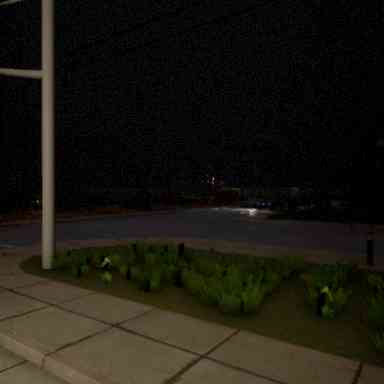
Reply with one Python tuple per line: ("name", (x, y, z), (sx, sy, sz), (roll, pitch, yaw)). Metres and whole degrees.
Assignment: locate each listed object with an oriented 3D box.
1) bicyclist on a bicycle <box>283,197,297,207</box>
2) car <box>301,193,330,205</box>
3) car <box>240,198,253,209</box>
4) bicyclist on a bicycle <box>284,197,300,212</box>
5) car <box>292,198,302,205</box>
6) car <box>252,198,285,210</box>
("bicyclist on a bicycle", (10.487, 1.377, 36.612), (1.656, 1.620, 0.582), (-1, 0, 23))
("car", (16.751, 1.136, 44.225), (1.905, 1.878, 3.866), (-6, -1, -8))
("car", (8.321, 1.509, 45.588), (1.812, 1.442, 4.674), (-1, -1, 35))
("bicyclist on a bicycle", (11.050, 1.368, 36.888), (1.656, 1.620, 0.582), (-1, 0, 16))
("car", (17.085, 1.599, 52.070), (1.895, 1.301, 4.718), (0, 0, 34))
("car", (9.949, 1.488, 41.656), (2.033, 1.411, 5.357), (-1, 0, 35))
